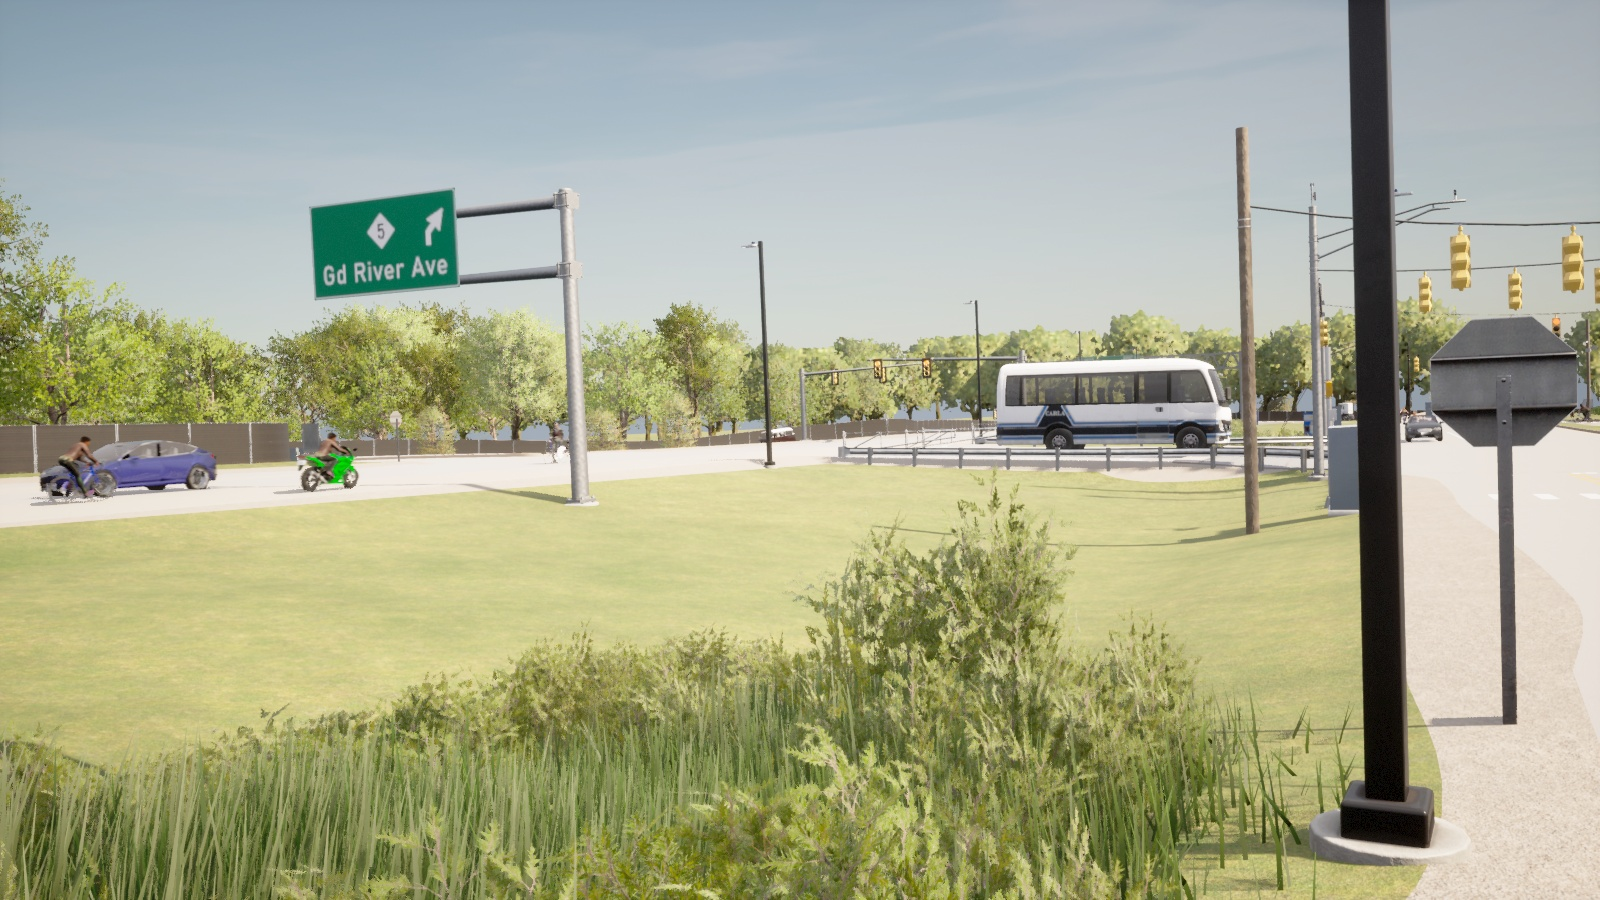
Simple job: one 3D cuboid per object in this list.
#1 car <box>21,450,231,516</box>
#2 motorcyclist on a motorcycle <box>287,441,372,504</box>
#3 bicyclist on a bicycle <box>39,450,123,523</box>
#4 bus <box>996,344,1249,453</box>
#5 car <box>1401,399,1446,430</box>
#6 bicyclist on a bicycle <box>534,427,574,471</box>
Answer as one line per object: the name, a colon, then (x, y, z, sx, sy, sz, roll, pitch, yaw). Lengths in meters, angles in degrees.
car: (-18.771, 0.891, 35.257, 2.163, 1.488, 4.792, -3, 1, 24)
motorcyclist on a motorcycle: (-12.236, 0.568, 32.737, 0.797, 1.523, 2.044, -3, 1, 24)
bicyclist on a bicycle: (-17.241, 0.861, 30.151, 0.582, 1.620, 1.656, -3, 1, 24)
bus: (14.373, -2.192, 56.015, 10.273, 4.253, 3.944, -2, 2, 24)
car: (35.671, -2.054, 71.929, 2.128, 1.511, 4.902, -3, 2, 25)
bicyclist on a bicycle: (-10.525, -0.043, 53.718, 0.659, 1.776, 1.843, -3, 1, 23)
